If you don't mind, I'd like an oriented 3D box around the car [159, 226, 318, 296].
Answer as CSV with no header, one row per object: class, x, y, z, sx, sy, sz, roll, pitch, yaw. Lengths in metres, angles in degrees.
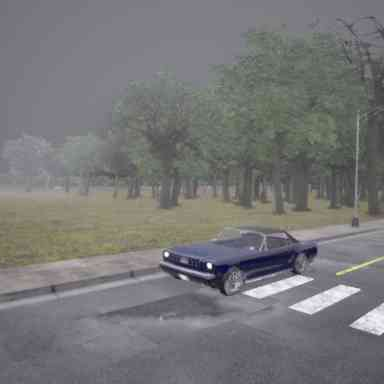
car,1.448,1.630,8.956,4.718,1.301,1.895,1,1,-43
